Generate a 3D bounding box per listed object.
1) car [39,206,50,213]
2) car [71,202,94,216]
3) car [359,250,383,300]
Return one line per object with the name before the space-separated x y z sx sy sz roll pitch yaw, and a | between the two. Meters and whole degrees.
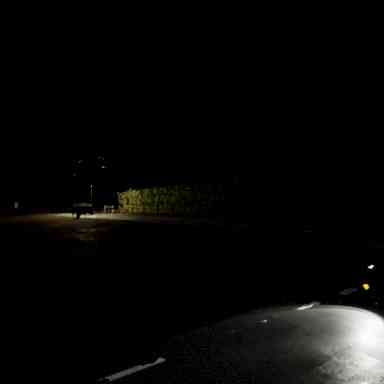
car | -37.842 4.362 85.217 2.097 1.767 4.553 0 -3 -36
car | -16.924 2.619 51.323 2.150 2.045 5.566 0 -2 -36
car | 5.243 1.400 6.744 4.181 1.385 1.994 -1 1 -36
